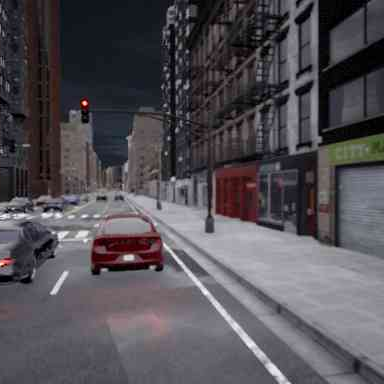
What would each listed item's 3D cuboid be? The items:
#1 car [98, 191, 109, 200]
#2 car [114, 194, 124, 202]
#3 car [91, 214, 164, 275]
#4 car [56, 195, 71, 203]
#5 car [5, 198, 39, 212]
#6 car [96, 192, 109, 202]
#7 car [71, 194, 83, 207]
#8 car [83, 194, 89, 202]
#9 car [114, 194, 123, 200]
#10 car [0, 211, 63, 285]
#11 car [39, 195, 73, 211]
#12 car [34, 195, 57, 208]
[{"bbox_3d":[-19.979,0.765,75.346,2.097,1.767,4.553,0,0,-13],"label":"car"},{"bbox_3d":[-14.402,1.121,65.805,1.837,1.490,4.892,0,0,-13],"label":"car"},{"bbox_3d":[-2.032,1.410,10.402,1.882,1.535,5.008,0,0,-12],"label":"car"},{"bbox_3d":[-23.287,1.296,60.358,1.895,1.301,4.718,0,0,-12],"label":"car"},{"bbox_3d":[-17.439,1.349,33.935,1.837,1.490,4.892,0,0,-13],"label":"car"},{"bbox_3d":[-17.702,1.113,65.211,1.882,1.535,5.008,0,0,-13],"label":"car"},{"bbox_3d":[-16.972,1.235,46.771,1.882,1.535,5.008,0,1,-13],"label":"car"},{"bbox_3d":[-20.386,1.161,62.312,2.128,1.511,4.902,0,0,-13],"label":"car"},{"bbox_3d":[-16.811,1.098,76.083,2.033,1.411,5.357,0,0,-13],"label":"car"},{"bbox_3d":[-5.026,1.503,9.202,2.033,1.411,5.357,0,0,-13],"label":"car"},{"bbox_3d":[-14.484,1.367,35.601,2.033,1.411,5.357,0,0,-13],"label":"car"},{"bbox_3d":[-20.063,1.256,45.708,1.882,1.535,5.008,0,1,-13],"label":"car"}]
